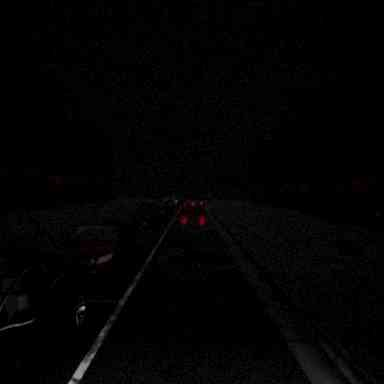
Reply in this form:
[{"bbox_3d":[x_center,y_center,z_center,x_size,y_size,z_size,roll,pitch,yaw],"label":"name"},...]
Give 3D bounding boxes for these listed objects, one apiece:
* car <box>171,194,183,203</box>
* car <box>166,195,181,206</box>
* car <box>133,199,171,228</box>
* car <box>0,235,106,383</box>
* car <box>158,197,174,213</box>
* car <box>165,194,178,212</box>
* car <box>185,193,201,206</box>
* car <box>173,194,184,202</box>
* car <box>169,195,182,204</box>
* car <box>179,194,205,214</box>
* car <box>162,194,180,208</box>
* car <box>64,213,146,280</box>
[{"bbox_3d":[-2.639,1.151,59.454,1.887,1.381,4.507,1,0,0],"label":"car"},{"bbox_3d":[-2.637,1.193,48.373,2.008,1.369,4.403,1,0,0],"label":"car"},{"bbox_3d":[-2.629,1.371,20.676,1.947,1.339,4.313,1,1,0],"label":"car"},{"bbox_3d":[-2.628,1.531,4.060,1.947,1.339,4.313,1,0,0],"label":"car"},{"bbox_3d":[-2.631,1.343,26.217,1.802,1.307,4.206,1,0,0],"label":"car"},{"bbox_3d":[-2.631,1.163,31.755,1.967,1.590,4.097,1,0,0],"label":"car"},{"bbox_3d":[0.092,1.003,45.969,2.097,1.767,4.553,0,0,0],"label":"car"},{"bbox_3d":[-2.640,1.139,64.996,2.008,1.369,4.403,1,0,0],"label":"car"},{"bbox_3d":[-2.638,1.190,53.914,1.947,1.339,4.313,1,0,0],"label":"car"},{"bbox_3d":[0.096,1.074,31.869,2.097,1.767,4.553,0,0,0],"label":"car"},{"bbox_3d":[-2.634,1.103,42.833,1.967,1.590,4.097,1,0,0],"label":"car"},{"bbox_3d":[-2.626,1.492,9.600,1.802,1.307,4.206,1,1,0],"label":"car"}]
